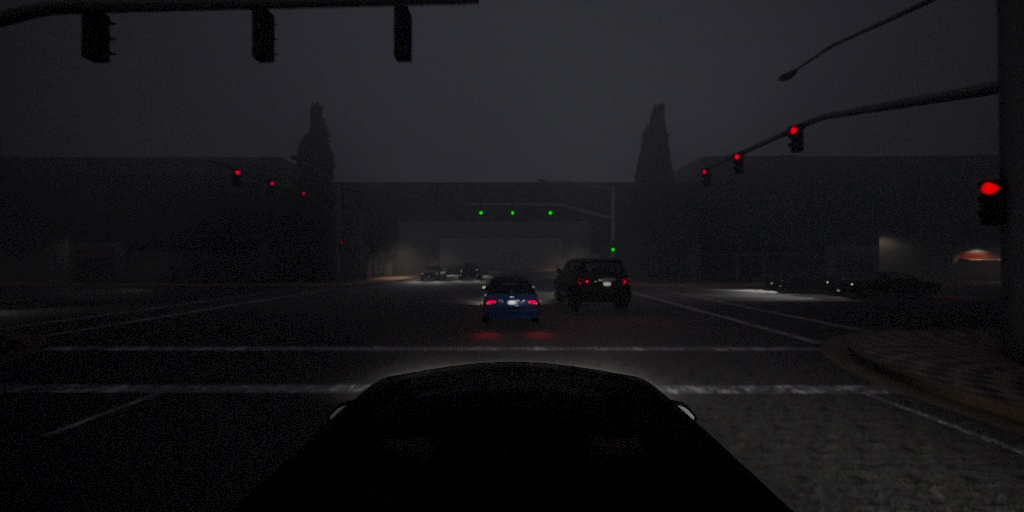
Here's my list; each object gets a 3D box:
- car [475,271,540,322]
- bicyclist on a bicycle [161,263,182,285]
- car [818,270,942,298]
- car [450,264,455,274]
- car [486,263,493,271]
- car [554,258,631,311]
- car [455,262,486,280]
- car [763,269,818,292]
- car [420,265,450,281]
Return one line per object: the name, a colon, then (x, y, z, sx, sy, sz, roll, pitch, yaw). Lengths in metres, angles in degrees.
car: (-0.105, 1.422, 12.882, 2.033, 1.411, 5.357, 0, -1, -2)
bicyclist on a bicycle: (-25.765, 1.337, 27.142, 0.582, 1.620, 1.656, 0, 0, 2)
car: (19.750, 1.546, 19.285, 4.718, 1.301, 1.895, 0, -1, 0)
car: (-7.651, 1.834, 48.390, 1.994, 1.385, 4.181, 0, 0, 1)
car: (-4.153, 1.761, 48.346, 2.128, 1.511, 4.902, 0, -1, 0)
car: (3.265, 1.124, 15.493, 2.150, 2.045, 5.566, 0, -1, -3)
car: (-4.236, 1.500, 37.341, 2.097, 1.767, 4.553, 0, -1, 0)
car: (18.490, 1.548, 22.786, 4.181, 1.385, 1.994, 0, -1, 0)
car: (-7.750, 1.656, 35.784, 1.812, 1.442, 4.674, 0, -1, 1)
